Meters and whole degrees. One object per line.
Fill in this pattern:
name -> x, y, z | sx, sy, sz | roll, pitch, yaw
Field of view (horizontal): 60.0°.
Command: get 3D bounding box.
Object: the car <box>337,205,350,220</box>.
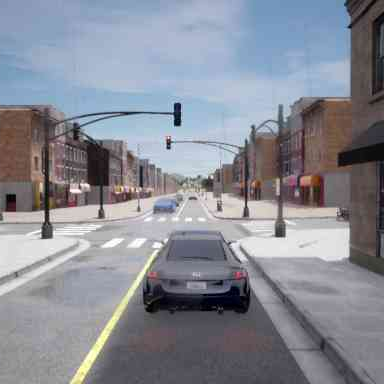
car -> 12.201, 1.072, 21.910 | 5.008, 1.535, 1.882 | -2, 1, 0

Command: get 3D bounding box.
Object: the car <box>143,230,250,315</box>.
car -> 0.102, 1.556, 7.653 | 1.994, 1.385, 4.181 | 0, 0, 1

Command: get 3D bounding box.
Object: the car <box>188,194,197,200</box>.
car -> 0.152, 1.197, 74.192 | 1.895, 1.301, 4.718 | 0, 0, 0

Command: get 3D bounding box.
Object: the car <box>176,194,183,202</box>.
car -> -2.758, 1.294, 46.850 | 2.128, 1.511, 4.902 | 0, 0, 0

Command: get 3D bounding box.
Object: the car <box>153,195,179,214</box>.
car -> -2.780, 1.357, 34.083 | 1.882, 1.535, 5.008 | 0, 0, 2
